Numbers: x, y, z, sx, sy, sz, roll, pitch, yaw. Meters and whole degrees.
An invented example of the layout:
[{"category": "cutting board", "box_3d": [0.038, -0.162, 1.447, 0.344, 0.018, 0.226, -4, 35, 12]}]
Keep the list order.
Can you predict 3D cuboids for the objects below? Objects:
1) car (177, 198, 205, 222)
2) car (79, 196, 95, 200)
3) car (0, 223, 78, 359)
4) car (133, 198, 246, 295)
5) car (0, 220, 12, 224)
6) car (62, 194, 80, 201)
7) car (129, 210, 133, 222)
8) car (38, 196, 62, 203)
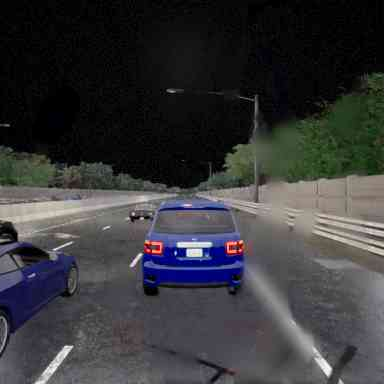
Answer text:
[{"category": "car", "box_3d": [-0.139, 1.379, 27.490, 2.097, 1.767, 4.553, 0, 0, -1]}, {"category": "car", "box_3d": [-18.033, 1.682, 59.200, 1.994, 1.385, 4.181, 0, 0, 0]}, {"category": "car", "box_3d": [-3.460, 1.528, 5.638, 1.812, 1.442, 4.674, 0, 0, -1]}, {"category": "car", "box_3d": [0.022, 1.225, 8.873, 2.150, 2.045, 5.566, 0, 0, -1]}, {"category": "car", "box_3d": [-6.978, 1.226, 8.962, 2.150, 2.045, 5.566, 0, 0, -1]}, {"category": "car", "box_3d": [-21.532, 1.342, 59.585, 2.150, 2.045, 5.566, 0, 0, 0]}, {"category": "car", "box_3d": [-3.632, 1.625, 26.187, 1.895, 1.301, 4.718, 0, 0, -1]}, {"category": "car", "box_3d": [-25.033, 1.465, 58.067, 2.097, 1.767, 4.553, 0, 0, 0]}]
